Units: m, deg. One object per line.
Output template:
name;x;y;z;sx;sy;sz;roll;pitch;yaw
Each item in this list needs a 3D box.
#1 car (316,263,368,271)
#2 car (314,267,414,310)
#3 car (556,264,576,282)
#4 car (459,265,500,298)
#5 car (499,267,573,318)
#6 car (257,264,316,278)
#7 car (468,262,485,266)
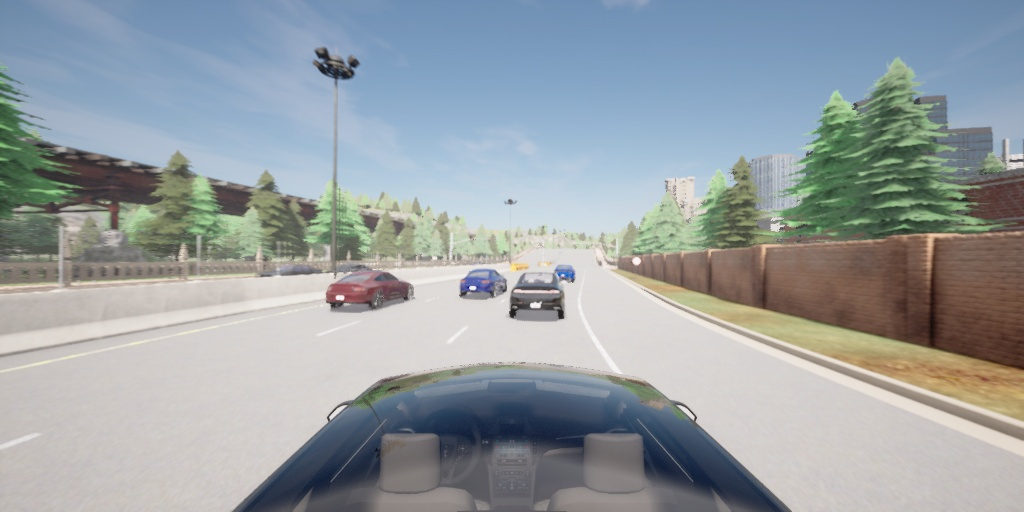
car;-13.796;1.383;30.428;1.837;1.490;4.892;0;-1;12
car;-5.794;1.339;15.064;1.812;1.442;4.674;0;0;8
car;4.919;1.528;33.431;1.882;1.535;5.008;0;0;12
car;-1.479;1.412;19.696;1.812;1.442;4.674;0;0;11
car;1.060;1.349;13.592;2.128;1.511;4.902;0;0;8
car;-17.679;1.381;28.987;2.033;1.411;5.357;0;0;12
car;-5.288;1.626;53.354;2.128;1.511;4.902;0;-1;11
